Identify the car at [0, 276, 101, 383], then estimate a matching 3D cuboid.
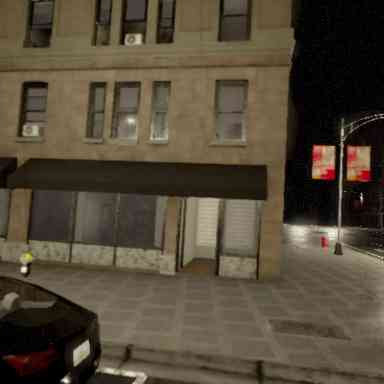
[{"bbox_3d":[-3.242,1.690,3.965,4.313,1.339,1.947,2,-3,10],"label":"car"}]
